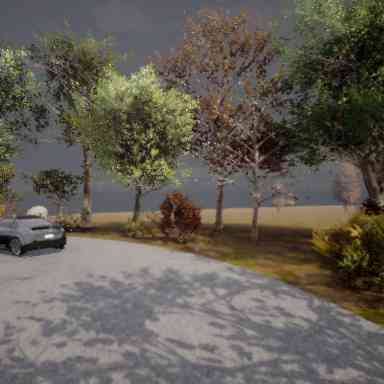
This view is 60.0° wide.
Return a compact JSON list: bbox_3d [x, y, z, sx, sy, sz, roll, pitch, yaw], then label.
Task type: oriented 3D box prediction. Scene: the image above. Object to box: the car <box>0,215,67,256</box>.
[{"bbox_3d":[-7.092,1.650,13.590,4.181,1.385,1.994,-1,0,32],"label":"car"}]
